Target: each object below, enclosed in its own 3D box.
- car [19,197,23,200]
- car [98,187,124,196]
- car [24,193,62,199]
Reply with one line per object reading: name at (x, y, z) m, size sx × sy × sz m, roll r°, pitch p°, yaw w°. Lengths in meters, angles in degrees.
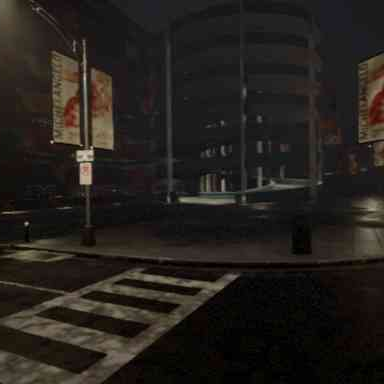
car at (-23.682, 0.905, 49.757) m, size 4.718 × 1.301 × 1.895 m, roll 0°, pitch 1°, yaw 26°
car at (-16.348, 0.059, 66.744) m, size 5.566 × 2.045 × 2.435 m, roll 0°, pitch 1°, yaw 26°
car at (-16.361, 0.869, 37.873) m, size 4.674 × 1.452 × 2.002 m, roll 0°, pitch 1°, yaw 26°
